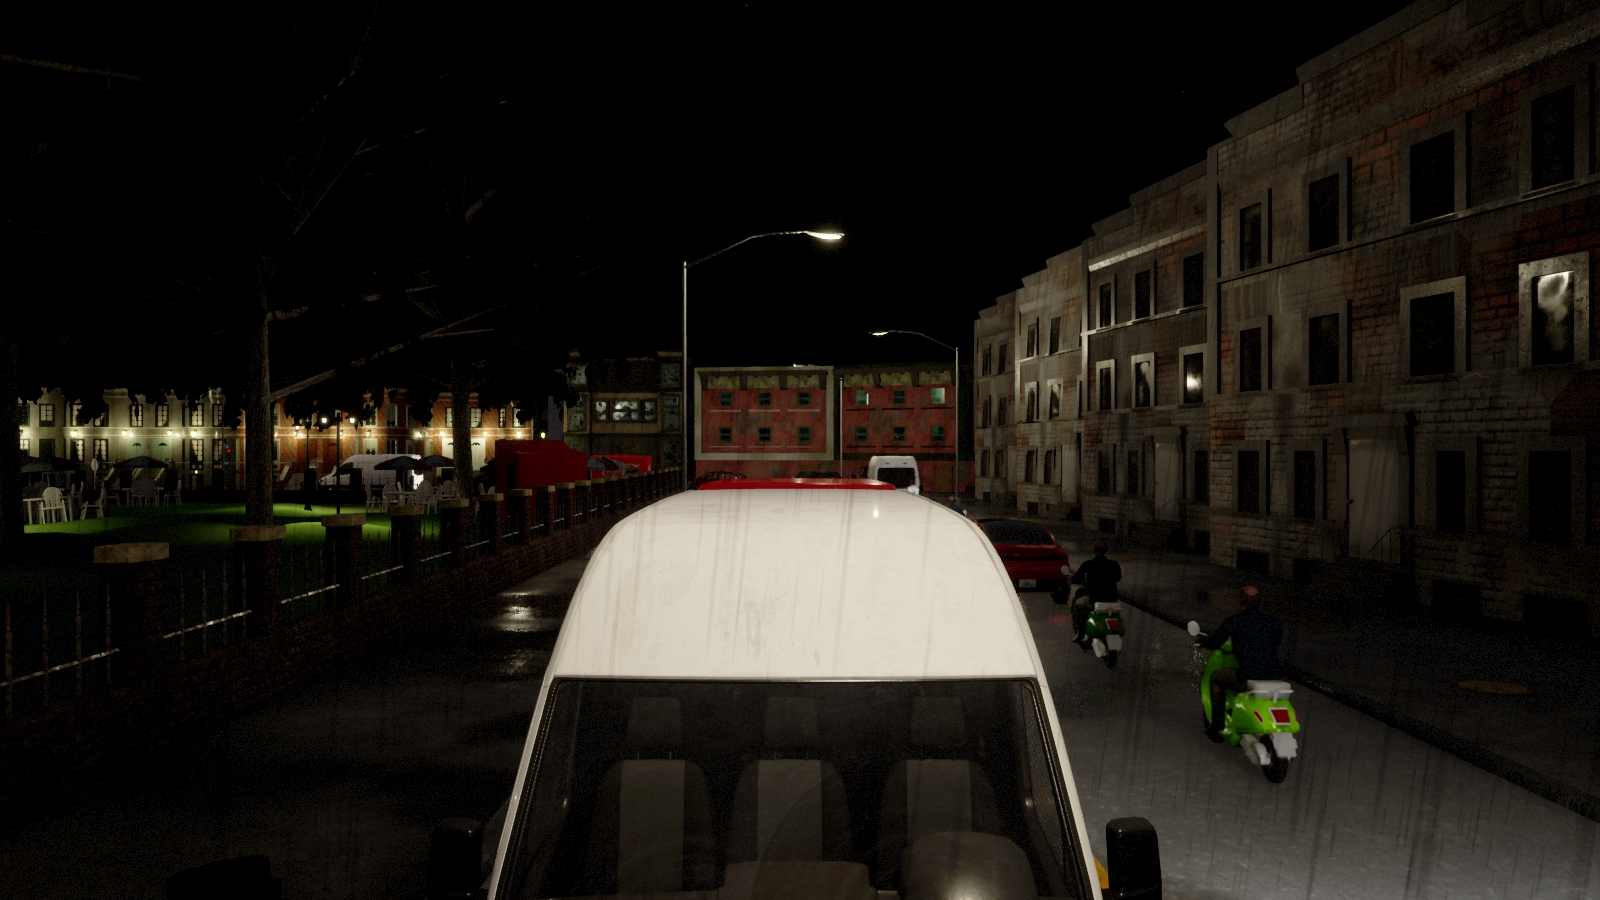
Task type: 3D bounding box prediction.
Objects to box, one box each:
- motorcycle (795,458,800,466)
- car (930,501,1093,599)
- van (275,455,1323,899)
[{"bbox_3d":[-0.384,1.962,183.190,0.856,1.236,1.805,0,0,0],"label":"motorcycle"},{"bbox_3d":[3.937,1.841,22.194,2.231,1.480,4.892,0,0,0],"label":"car"},{"bbox_3d":[-0.006,1.314,5.127,1.988,2.561,5.915,0,0,0],"label":"van"}]
